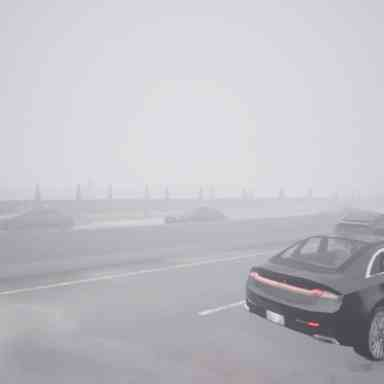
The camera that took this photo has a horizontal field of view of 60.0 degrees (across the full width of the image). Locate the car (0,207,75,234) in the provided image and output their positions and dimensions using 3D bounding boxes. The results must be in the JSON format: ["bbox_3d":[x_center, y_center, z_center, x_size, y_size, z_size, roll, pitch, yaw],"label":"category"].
[{"bbox_3d":[-8.942,1.544,19.101,4.181,1.385,1.994,0,0,-35],"label":"car"}]

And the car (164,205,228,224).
[{"bbox_3d":[0.276,1.556,21.342,4.181,1.385,1.994,0,0,-35],"label":"car"}]

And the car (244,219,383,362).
[{"bbox_3d":[3.105,1.491,5.929,4.902,1.511,2.128,0,0,-36],"label":"car"}]

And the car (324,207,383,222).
[{"bbox_3d":[7.693,1.510,13.486,4.892,1.490,1.837,0,0,-35],"label":"car"}]

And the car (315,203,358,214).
[{"bbox_3d":[10.977,1.540,24.622,4.674,1.442,1.812,0,0,-35],"label":"car"}]
